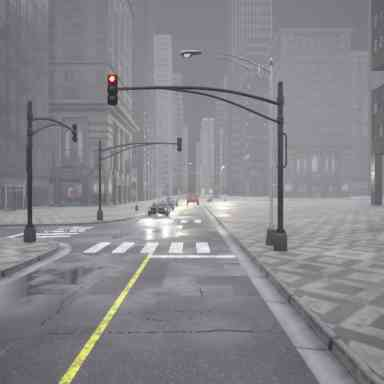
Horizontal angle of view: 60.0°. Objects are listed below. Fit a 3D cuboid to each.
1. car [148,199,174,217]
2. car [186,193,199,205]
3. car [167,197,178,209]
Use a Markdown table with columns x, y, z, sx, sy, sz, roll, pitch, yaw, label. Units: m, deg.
| x | y | z | sx | sy | sz | roll | pitch | yaw | label |
| --- | --- | --- | --- | --- | --- | --- | --- | --- | --- |
| -3.087 | 1.601 | 31.937 | 1.895 | 1.301 | 4.718 | 0 | 0 | 0 | car |
| 0.126 | 1.235 | 59.011 | 2.150 | 2.045 | 5.566 | 0 | 0 | 0 | car |
| -3.084 | 1.603 | 41.281 | 1.895 | 1.301 | 4.718 | 0 | 0 | 0 | car |
